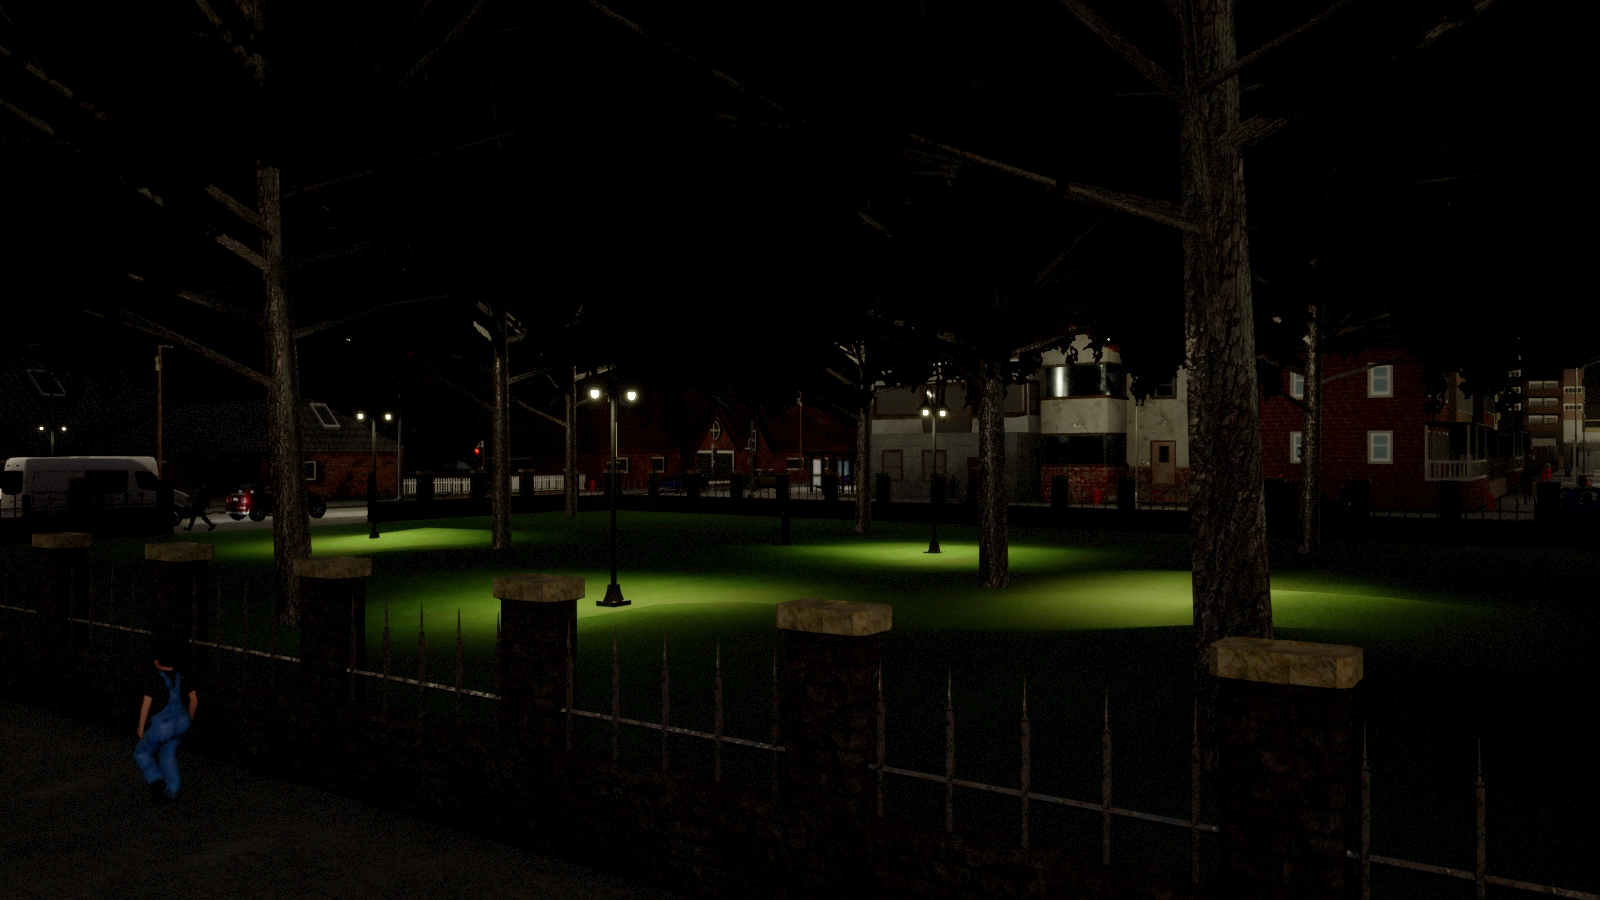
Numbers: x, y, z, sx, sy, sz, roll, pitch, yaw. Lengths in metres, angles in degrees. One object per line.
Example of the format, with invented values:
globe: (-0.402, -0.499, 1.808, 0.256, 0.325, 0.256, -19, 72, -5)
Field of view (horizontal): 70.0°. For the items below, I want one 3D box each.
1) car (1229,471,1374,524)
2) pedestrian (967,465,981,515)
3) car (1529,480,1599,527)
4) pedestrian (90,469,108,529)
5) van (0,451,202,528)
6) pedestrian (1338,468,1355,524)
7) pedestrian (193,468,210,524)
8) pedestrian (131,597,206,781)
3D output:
car: (18.368, 1.686, 41.883, 4.553, 1.767, 2.097, 0, 0, 35)
pedestrian: (6.639, 1.524, 43.585, 0.375, 1.860, 0.375, 0, 0, -20)
car: (27.328, 1.818, 39.046, 3.633, 1.501, 1.845, 0, 0, 3)
pedestrian: (-21.846, 1.525, 35.611, 0.375, 1.860, 0.375, 0, 0, 37)
van: (-24.847, 1.314, 40.778, 1.988, 2.561, 5.915, 0, 0, 36)
pedestrian: (18.141, 1.525, 37.954, 0.375, 1.860, 0.375, 0, 0, -1)
pedestrian: (-20.001, 1.525, 38.201, 0.375, 1.860, 0.375, 0, 0, 35)
pedestrian: (-4.824, 1.805, 8.730, 0.375, 1.300, 0.375, 0, 0, 35)
